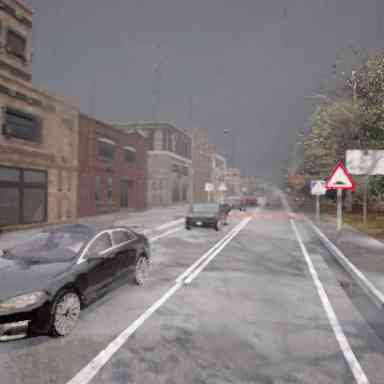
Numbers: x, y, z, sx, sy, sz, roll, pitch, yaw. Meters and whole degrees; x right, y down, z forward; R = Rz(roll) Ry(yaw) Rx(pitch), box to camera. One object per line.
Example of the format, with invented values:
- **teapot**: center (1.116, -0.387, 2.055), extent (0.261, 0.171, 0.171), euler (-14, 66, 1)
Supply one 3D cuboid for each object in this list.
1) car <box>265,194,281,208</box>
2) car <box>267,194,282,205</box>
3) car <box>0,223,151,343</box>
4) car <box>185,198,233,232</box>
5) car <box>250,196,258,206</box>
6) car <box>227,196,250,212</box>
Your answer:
- **car**: center (10.436, 1.263, 42.676), extent (1.994, 1.385, 4.181), euler (1, 1, 15)
- **car**: center (12.990, 1.114, 52.350), extent (2.128, 1.511, 4.902), euler (1, 0, 15)
- **car**: center (-2.408, 1.455, 6.773), extent (2.128, 1.511, 4.902), euler (1, 0, 15)
- **car**: center (0.996, 1.354, 19.814), extent (1.882, 1.535, 5.008), euler (1, 0, 15)
- **car**: center (8.158, 1.242, 46.814), extent (1.895, 1.301, 4.718), euler (1, 1, 15)
- **car**: center (4.030, 1.148, 31.396), extent (1.837, 1.490, 4.892), euler (1, -5, 15)
